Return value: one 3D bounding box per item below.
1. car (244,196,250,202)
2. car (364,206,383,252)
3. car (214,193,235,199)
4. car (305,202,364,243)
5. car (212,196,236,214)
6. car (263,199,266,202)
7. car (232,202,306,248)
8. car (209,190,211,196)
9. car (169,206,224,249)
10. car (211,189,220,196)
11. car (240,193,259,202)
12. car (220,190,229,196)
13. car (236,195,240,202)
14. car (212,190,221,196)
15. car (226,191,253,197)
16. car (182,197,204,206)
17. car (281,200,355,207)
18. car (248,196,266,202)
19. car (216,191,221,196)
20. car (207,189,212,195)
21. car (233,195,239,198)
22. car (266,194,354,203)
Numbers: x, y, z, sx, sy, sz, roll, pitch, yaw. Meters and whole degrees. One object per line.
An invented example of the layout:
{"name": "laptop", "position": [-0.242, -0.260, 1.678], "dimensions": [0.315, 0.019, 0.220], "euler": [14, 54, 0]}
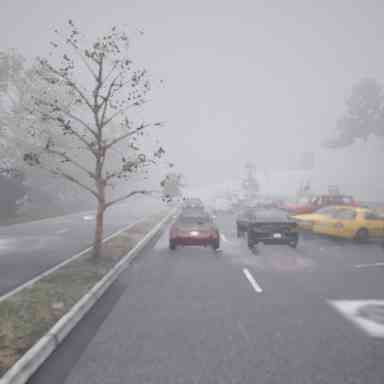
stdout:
{"name": "car", "position": [8.073, 1.470, 33.439], "dimensions": [4.674, 1.452, 2.002], "euler": [1, 0, -20]}
{"name": "car", "position": [8.098, 1.192, 9.448], "dimensions": [5.566, 2.045, 2.435], "euler": [1, 0, -20]}
{"name": "car", "position": [8.066, 0.961, 81.483], "dimensions": [4.674, 1.452, 2.002], "euler": [0, 1, -20]}
{"name": "car", "position": [8.243, 1.429, 15.500], "dimensions": [5.366, 1.575, 1.946], "euler": [1, 0, -20]}
{"name": "car", "position": [3.099, 1.468, 34.488], "dimensions": [1.812, 1.442, 4.674], "euler": [0, 0, 0]}
{"name": "car", "position": [8.044, 1.454, 24.422], "dimensions": [4.792, 1.488, 2.163], "euler": [1, 0, -20]}
{"name": "car", "position": [3.096, 1.422, 14.503], "dimensions": [1.882, 1.535, 5.008], "euler": [0, 0, 0]}
{"name": "car", "position": [8.064, 0.786, 90.428], "dimensions": [4.892, 1.521, 2.231], "euler": [0, 1, -20]}
{"name": "car", "position": [0.096, 1.509, 14.348], "dimensions": [1.994, 1.385, 4.181], "euler": [0, 0, 0]}
{"name": "car", "position": [8.042, 0.750, 84.452], "dimensions": [4.553, 1.767, 2.185], "euler": [0, 1, -20]}
{"name": "car", "position": [8.102, 1.302, 36.449], "dimensions": [4.553, 1.767, 2.185], "euler": [1, 0, -20]}
{"name": "car", "position": [8.048, 1.066, 54.441], "dimensions": [5.566, 2.045, 2.435], "euler": [1, 1, -20]}
{"name": "car", "position": [8.073, 1.464, 39.439], "dimensions": [4.674, 1.452, 2.002], "euler": [1, 1, -20]}
{"name": "car", "position": [8.045, 0.996, 78.464], "dimensions": [4.792, 1.488, 2.163], "euler": [0, 1, -20]}
{"name": "car", "position": [8.099, 1.142, 45.461], "dimensions": [5.566, 2.045, 2.435], "euler": [1, 0, -20]}
{"name": "car", "position": [0.099, 1.296, 32.501], "dimensions": [2.097, 1.767, 4.553], "euler": [0, 0, 0]}
{"name": "car", "position": [7.896, 1.420, 18.366], "dimensions": [5.366, 1.575, 1.946], "euler": [1, 0, -20]}
{"name": "car", "position": [8.063, 1.430, 30.439], "dimensions": [5.008, 1.535, 2.097], "euler": [1, 0, -20]}
{"name": "car", "position": [8.045, 1.179, 66.460], "dimensions": [4.792, 1.488, 2.163], "euler": [0, 1, -20]}
{"name": "car", "position": [8.048, 0.489, 93.392], "dimensions": [5.566, 2.045, 2.435], "euler": [0, 1, -20]}
{"name": "car", "position": [8.096, 1.438, 42.464], "dimensions": [4.792, 1.488, 2.163], "euler": [1, 0, -20]}
{"name": "car", "position": [8.049, 1.174, 21.418], "dimensions": [5.566, 2.045, 2.435], "euler": [1, 0, -20]}
